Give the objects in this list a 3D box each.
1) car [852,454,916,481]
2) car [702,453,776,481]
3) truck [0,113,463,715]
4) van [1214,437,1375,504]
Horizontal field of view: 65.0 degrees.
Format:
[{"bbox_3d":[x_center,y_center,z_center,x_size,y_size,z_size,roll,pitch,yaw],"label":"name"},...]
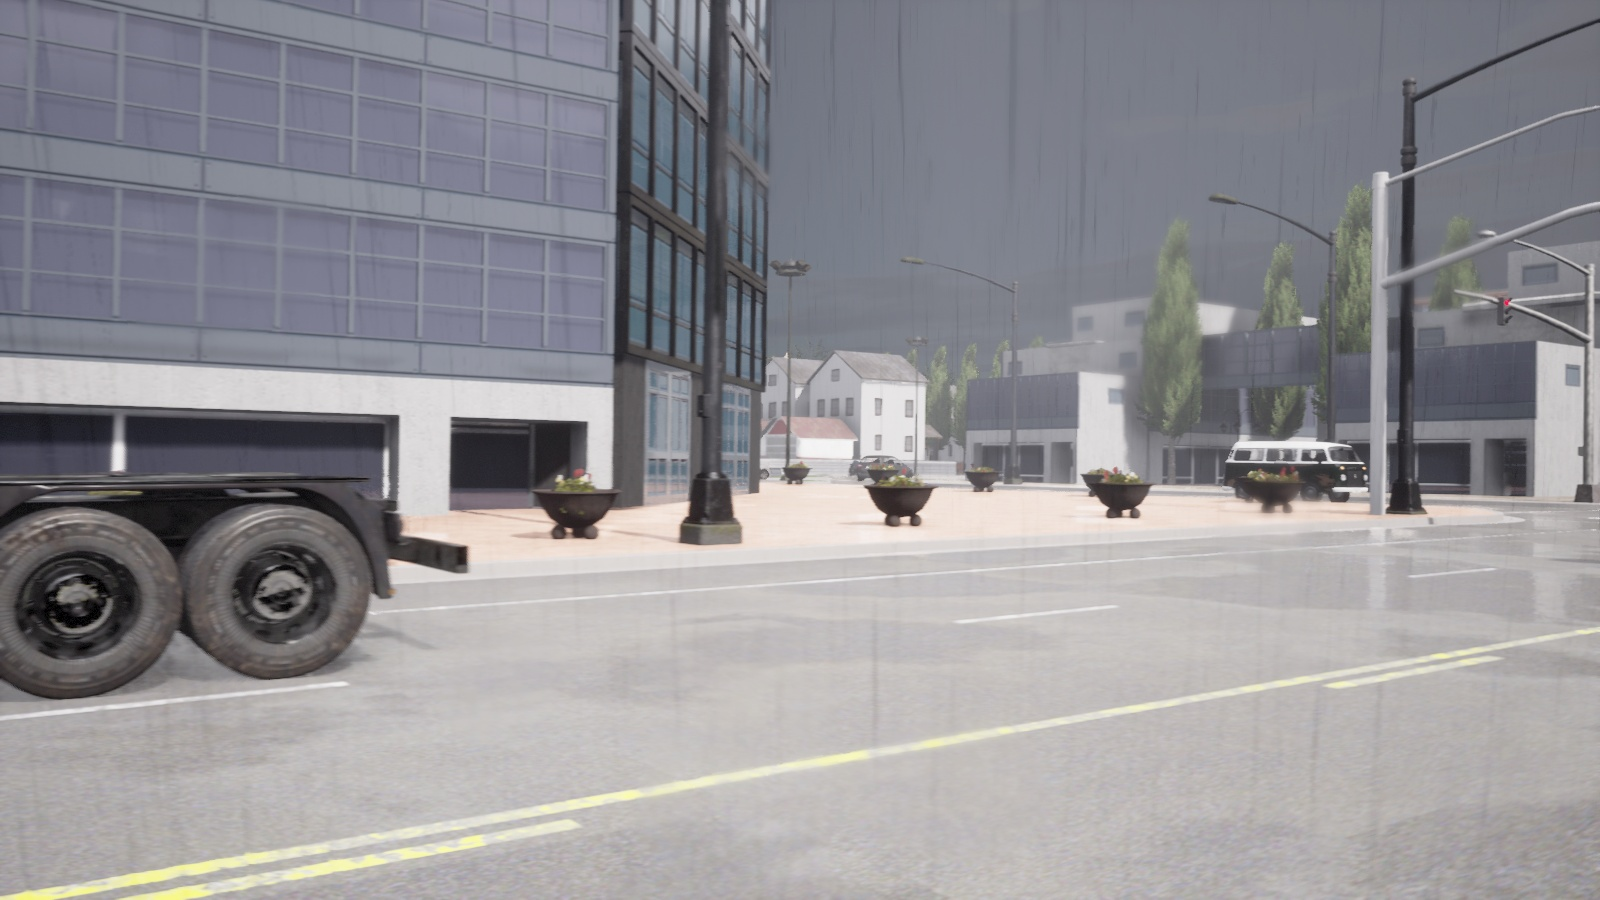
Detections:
[{"bbox_3d":[5.440,1.102,80.672,2.242,1.667,4.611,0,-1,31],"label":"car"},{"bbox_3d":[-3.667,1.008,75.485,3.988,1.617,1.851,1,-1,-31],"label":"car"},{"bbox_3d":[-6.445,-0.205,7.706,7.936,3.462,2.891,0,0,-35],"label":"truck"},{"bbox_3d":[16.040,0.654,40.959,2.069,2.038,4.480,1,-1,-34],"label":"van"}]
